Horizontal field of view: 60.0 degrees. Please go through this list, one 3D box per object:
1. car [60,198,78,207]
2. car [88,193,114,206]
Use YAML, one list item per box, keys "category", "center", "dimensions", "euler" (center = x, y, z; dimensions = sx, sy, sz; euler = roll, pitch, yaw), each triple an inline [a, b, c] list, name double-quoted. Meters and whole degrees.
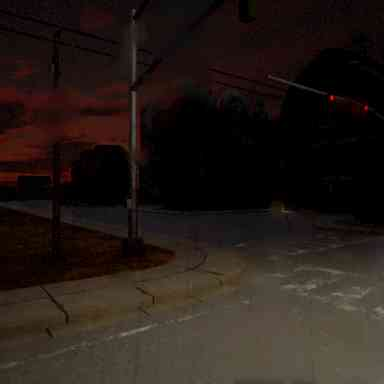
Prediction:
- category: "car"
  center: [-18.821, 1.535, 50.621]
  dimensions: [1.994, 1.385, 4.181]
  euler: [0, 0, -36]
- category: "car"
  center: [-13.764, 1.118, 50.617]
  dimensions: [3.866, 1.878, 1.905]
  euler: [-2, 5, 11]
